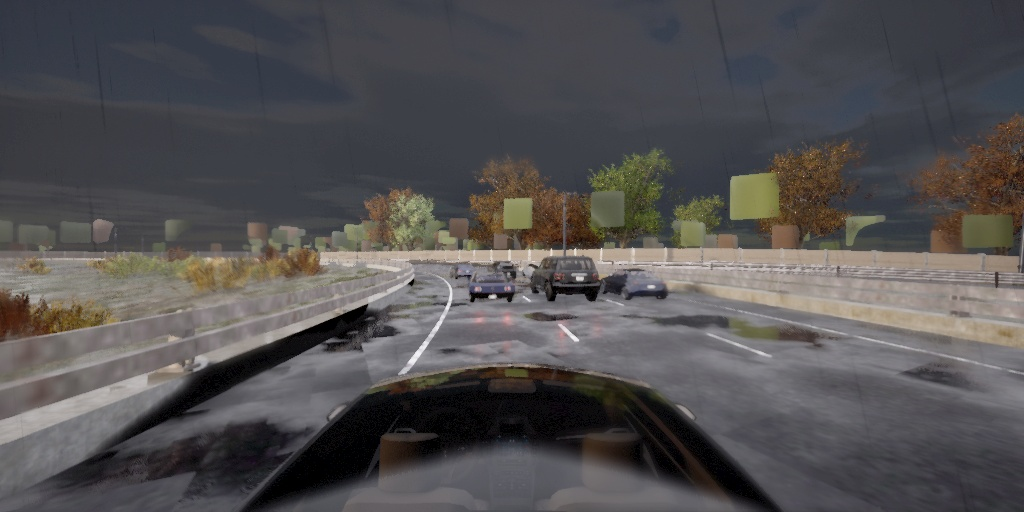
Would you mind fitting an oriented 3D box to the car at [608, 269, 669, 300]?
[{"bbox_3d":[5.840,1.321,17.696,1.994,1.385,4.181,0,0,-8],"label":"car"}]

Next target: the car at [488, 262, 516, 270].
[{"bbox_3d":[-0.974,1.265,32.574,1.837,1.490,4.892,0,0,-16],"label":"car"}]

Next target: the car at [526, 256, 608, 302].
[{"bbox_3d":[2.372,1.006,17.227,2.150,2.045,5.566,0,0,-8],"label":"car"}]

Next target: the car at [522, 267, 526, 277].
[{"bbox_3d":[2.384,1.281,33.561,1.812,1.442,4.674,0,0,-16],"label":"car"}]

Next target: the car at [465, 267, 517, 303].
[{"bbox_3d":[-1.093,1.364,16.728,1.895,1.301,4.718,0,0,-8],"label":"car"}]

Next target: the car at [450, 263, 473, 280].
[{"bbox_3d":[-4.332,1.311,31.586,2.033,1.411,5.357,0,0,-16],"label":"car"}]
